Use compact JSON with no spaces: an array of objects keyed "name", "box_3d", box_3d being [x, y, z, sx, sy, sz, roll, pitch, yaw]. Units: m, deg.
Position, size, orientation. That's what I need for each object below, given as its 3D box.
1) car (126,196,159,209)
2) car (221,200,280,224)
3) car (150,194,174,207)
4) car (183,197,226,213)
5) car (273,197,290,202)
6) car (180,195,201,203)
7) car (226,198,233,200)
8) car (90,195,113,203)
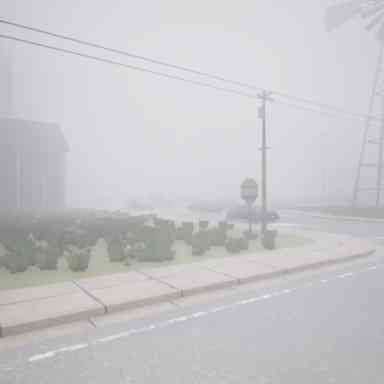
[{"name":"car","box_3d":[-6.223,1.524,39.665,1.812,1.442,4.674,0,0,-37]},{"name":"car","box_3d":[4.530,1.562,25.107,1.994,1.385,4.181,0,0,-37]},{"name":"car","box_3d":[-4.846,1.310,50.681,3.866,1.878,1.905,0,0,-36]},{"name":"car","box_3d":[1.276,1.561,35.725,1.994,1.385,4.181,0,0,-37]},{"name":"car","box_3d":[13.251,1.516,48.691,3.905,1.438,1.784,0,0,-36]},{"name":"car","box_3d":[-0.163,1.306,66.730,4.605,1.855,1.932,0,0,-36]},{"name":"car","box_3d":[3.571,1.503,40.134,4.193,1.474,1.816,0,0,-36]},{"name":"car","box_3d":[-19.135,1.477,70.220,4.611,1.667,2.242,0,0,-36]}]
